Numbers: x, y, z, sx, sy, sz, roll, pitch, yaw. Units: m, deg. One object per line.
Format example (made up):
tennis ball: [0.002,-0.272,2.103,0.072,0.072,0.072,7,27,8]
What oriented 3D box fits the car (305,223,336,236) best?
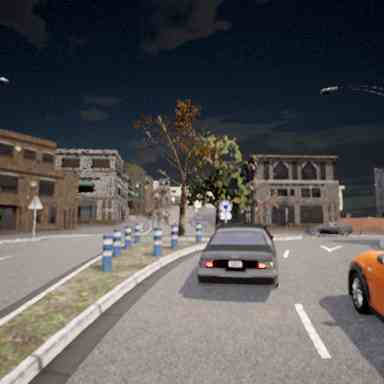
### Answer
car: [14.894,4.072,36.157,4.902,1.511,2.128,-1,-6,15]

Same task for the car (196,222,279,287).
car: [1.399,1.552,9.272,2.033,1.411,5.357,-1,-1,12]

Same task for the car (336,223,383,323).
car: [3.880,1.315,4.545,2.097,1.767,4.553,-1,1,6]
